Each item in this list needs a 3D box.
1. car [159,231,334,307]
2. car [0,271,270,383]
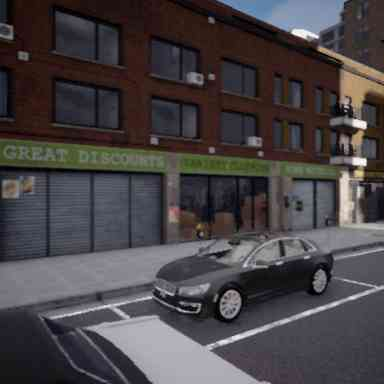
[{"bbox_3d":[1.272,1.552,7.097,4.403,1.369,2.008,0,0,-36],"label":"car"},{"bbox_3d":[-1.788,1.601,1.788,4.718,1.301,1.895,0,0,-35],"label":"car"}]
